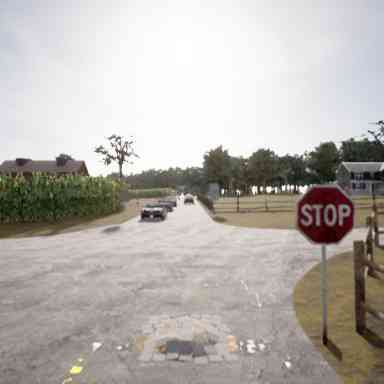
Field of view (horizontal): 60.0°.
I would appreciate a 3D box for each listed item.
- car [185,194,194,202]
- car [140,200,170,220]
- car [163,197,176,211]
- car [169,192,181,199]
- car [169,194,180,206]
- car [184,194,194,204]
[{"bbox_3d":[-0.628,1.233,71.395,1.882,1.535,5.008,0,0,0],"label":"car"},{"bbox_3d":[-3.129,1.575,27.767,1.895,1.301,4.718,0,0,0],"label":"car"},{"bbox_3d":[-3.209,1.560,38.956,1.895,1.301,4.718,0,0,0],"label":"car"},{"bbox_3d":[-3.332,0.808,65.512,2.150,2.045,5.566,0,0,0],"label":"car"},{"bbox_3d":[-3.287,1.423,50.514,1.882,1.535,5.008,0,0,0],"label":"car"},{"bbox_3d":[-0.545,1.438,60.965,1.837,1.490,4.892,0,0,0],"label":"car"}]
